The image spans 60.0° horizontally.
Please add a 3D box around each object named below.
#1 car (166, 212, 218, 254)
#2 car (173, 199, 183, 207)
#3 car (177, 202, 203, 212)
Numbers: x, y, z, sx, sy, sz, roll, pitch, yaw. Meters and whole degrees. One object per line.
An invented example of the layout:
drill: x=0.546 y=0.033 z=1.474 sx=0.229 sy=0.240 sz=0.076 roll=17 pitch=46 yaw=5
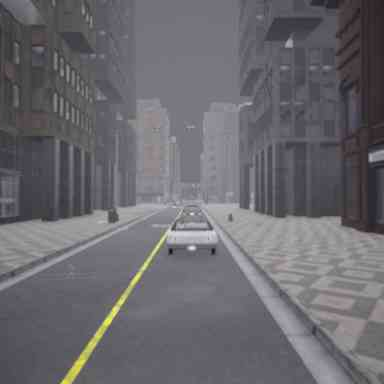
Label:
car: x=0.005 y=1.741 z=14.124 sx=1.895 sy=1.301 sz=4.718 roll=0 pitch=-1 yaw=0
car: x=-2.986 y=2.348 z=70.991 sx=2.128 sy=1.511 sz=4.902 roll=0 pitch=-1 yaw=0
car: x=0.007 y=1.842 z=29.005 sx=2.033 sy=1.411 sz=5.357 roll=0 pitch=-1 yaw=0
